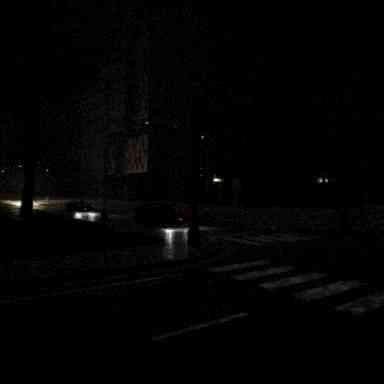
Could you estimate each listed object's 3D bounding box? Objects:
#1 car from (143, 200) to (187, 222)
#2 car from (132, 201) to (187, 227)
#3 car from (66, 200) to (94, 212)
[{"bbox_3d":[-2.408,1.531,28.165,1.882,1.535,5.008,1,0,-29],"label":"car"},{"bbox_3d":[-2.352,1.549,23.431,1.837,1.490,4.892,1,-1,-42],"label":"car"},{"bbox_3d":[-12.936,1.558,38.321,1.895,1.301,4.718,1,0,-36],"label":"car"}]
